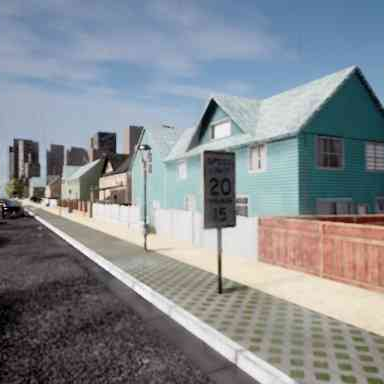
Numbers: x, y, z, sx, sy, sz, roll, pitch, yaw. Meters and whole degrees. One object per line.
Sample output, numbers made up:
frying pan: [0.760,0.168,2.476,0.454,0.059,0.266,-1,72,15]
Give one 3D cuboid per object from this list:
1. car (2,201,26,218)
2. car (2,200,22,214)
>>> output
car: [-17.910,1.792,33.485,2.128,1.511,4.902,0,0,-29]
car: [-23.043,1.875,42.493,2.128,1.511,4.902,0,0,-29]
